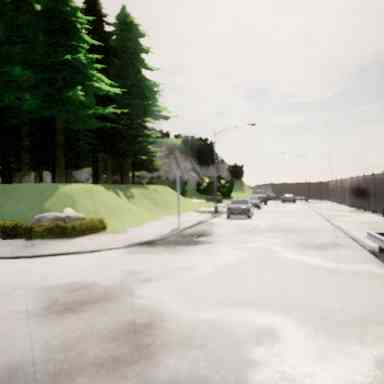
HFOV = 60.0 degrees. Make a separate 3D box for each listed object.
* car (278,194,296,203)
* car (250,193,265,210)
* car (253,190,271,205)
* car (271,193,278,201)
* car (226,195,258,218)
[{"bbox_3d":[14.511,0.967,50.089,1.994,1.385,4.181,-1,0,11],"label":"car"},{"bbox_3d":[6.618,1.162,36.563,1.812,1.442,4.674,-1,0,16],"label":"car"},{"bbox_3d":[9.415,0.740,46.581,2.150,2.045,5.566,-1,0,15],"label":"car"},{"bbox_3d":[13.375,0.907,59.946,2.033,1.411,5.357,-1,0,-34],"label":"car"},{"bbox_3d":[3.979,1.252,27.024,1.837,1.490,4.892,-1,0,15],"label":"car"}]
